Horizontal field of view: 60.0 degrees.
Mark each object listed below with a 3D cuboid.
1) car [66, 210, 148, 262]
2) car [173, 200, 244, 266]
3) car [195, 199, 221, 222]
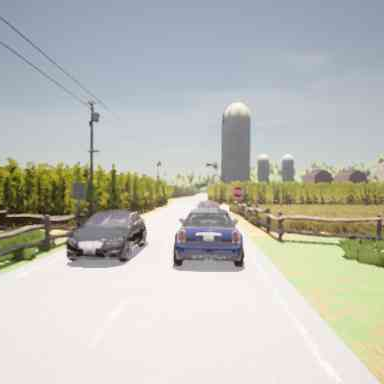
[{"bbox_3d":[-2.810,1.427,11.925,2.128,1.511,4.902,1,0,3],"label":"car"},{"bbox_3d":[0.575,1.326,11.630,2.097,1.767,4.553,1,1,3],"label":"car"},{"bbox_3d":[1.261,1.409,26.661,1.882,1.535,5.008,1,0,3],"label":"car"}]
